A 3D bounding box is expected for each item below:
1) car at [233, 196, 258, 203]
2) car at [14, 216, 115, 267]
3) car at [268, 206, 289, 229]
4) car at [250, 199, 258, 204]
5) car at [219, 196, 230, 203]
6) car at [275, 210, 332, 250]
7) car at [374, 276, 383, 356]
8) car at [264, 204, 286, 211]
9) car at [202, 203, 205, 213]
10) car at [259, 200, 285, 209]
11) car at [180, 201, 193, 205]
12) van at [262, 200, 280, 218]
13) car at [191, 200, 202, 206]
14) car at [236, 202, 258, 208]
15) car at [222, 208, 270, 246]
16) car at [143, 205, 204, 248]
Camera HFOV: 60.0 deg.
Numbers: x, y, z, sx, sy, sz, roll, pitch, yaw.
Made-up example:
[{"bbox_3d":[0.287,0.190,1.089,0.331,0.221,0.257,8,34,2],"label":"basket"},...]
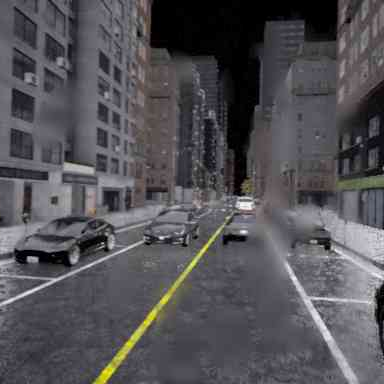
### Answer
[{"bbox_3d":[6.514,1.652,40.903,2.150,2.045,5.566,1,0,8],"label":"car"},{"bbox_3d":[-4.068,1.530,11.399,1.947,1.339,4.313,2,0,9],"label":"car"},{"bbox_3d":[6.124,1.845,20.940,2.008,1.369,4.403,2,0,9],"label":"car"},{"bbox_3d":[17.147,2.653,91.854,1.802,1.307,4.206,1,0,8],"label":"car"},{"bbox_3d":[8.713,2.295,93.053,1.967,1.590,4.097,1,0,8],"label":"car"},{"bbox_3d":[5.235,1.787,15.489,2.008,1.369,4.403,2,0,9],"label":"car"},{"bbox_3d":[3.362,1.333,2.416,2.150,2.045,5.566,1,0,9],"label":"car"},{"bbox_3d":[7.013,1.918,26.391,1.947,1.339,4.313,2,0,9],"label":"car"},{"bbox_3d":[0.382,1.694,38.664,1.967,1.590,4.097,2,0,9],"label":"car"},{"bbox_3d":[7.909,1.725,31.844,2.192,1.841,5.009,2,0,9],"label":"car"},{"bbox_3d":[-1.401,1.720,27.758,1.802,1.307,4.206,2,0,9],"label":"car"},{"bbox_3d":[8.797,1.809,37.296,1.690,1.788,3.998,2,0,9],"label":"van"},{"bbox_3d":[-0.511,1.762,33.210,1.947,1.339,4.313,2,0,9],"label":"car"},{"bbox_3d":[4.955,1.927,30.910,1.895,1.301,4.718,1,0,9],"label":"car"},{"bbox_3d":[2.605,1.738,16.528,1.994,1.385,4.181,1,0,10],"label":"car"},{"bbox_3d":[-0.800,1.581,15.483,1.837,1.490,4.892,1,0,9],"label":"car"}]
